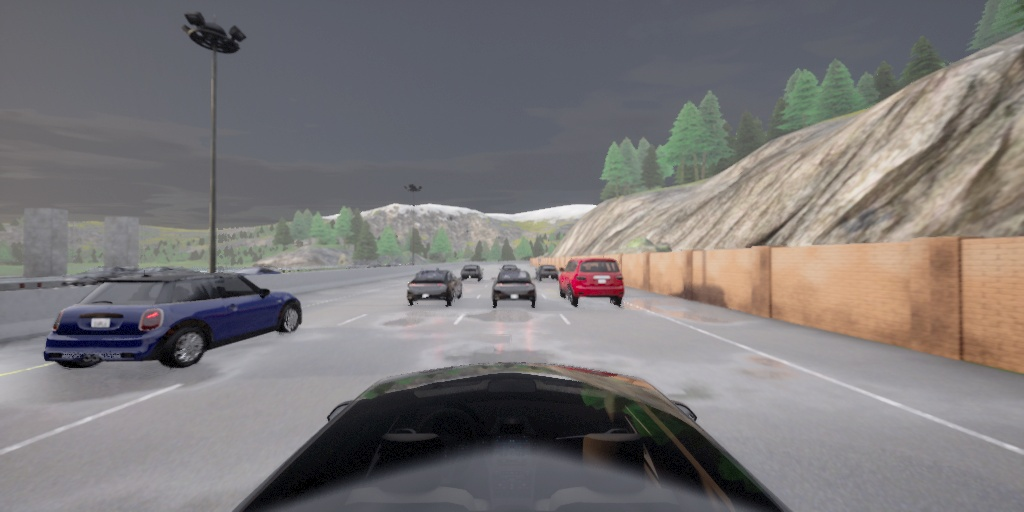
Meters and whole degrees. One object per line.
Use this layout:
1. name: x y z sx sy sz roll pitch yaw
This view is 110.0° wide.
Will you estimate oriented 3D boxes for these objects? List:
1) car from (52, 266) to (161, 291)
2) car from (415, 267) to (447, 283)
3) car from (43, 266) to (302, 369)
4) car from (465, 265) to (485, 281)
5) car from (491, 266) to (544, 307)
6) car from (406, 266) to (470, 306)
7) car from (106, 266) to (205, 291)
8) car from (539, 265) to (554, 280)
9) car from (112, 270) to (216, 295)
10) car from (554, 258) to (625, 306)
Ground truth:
1. car: -28.254 1.476 25.307 2.128 1.511 4.902 0 -1 -1
2. car: -7.209 1.654 32.222 1.895 1.301 4.718 0 -1 -1
3. car: -6.899 1.166 8.140 2.097 1.767 4.553 0 -1 0
4. car: -3.747 1.575 33.847 1.837 1.490 4.892 0 -1 -1
5. car: 0.071 1.388 16.453 2.128 1.511 4.902 0 -1 0
6. car: -3.429 1.389 16.555 2.128 1.511 4.902 0 -1 0
7. car: -24.752 1.475 25.254 2.128 1.511 4.902 0 -1 -1
8. car: 3.255 1.575 33.840 1.837 1.490 4.892 0 -1 -1
9. car: -21.191 1.553 22.191 1.895 1.301 4.718 0 -1 -1
10. car: 3.571 1.124 17.001 2.150 2.045 5.566 0 -1 -1
